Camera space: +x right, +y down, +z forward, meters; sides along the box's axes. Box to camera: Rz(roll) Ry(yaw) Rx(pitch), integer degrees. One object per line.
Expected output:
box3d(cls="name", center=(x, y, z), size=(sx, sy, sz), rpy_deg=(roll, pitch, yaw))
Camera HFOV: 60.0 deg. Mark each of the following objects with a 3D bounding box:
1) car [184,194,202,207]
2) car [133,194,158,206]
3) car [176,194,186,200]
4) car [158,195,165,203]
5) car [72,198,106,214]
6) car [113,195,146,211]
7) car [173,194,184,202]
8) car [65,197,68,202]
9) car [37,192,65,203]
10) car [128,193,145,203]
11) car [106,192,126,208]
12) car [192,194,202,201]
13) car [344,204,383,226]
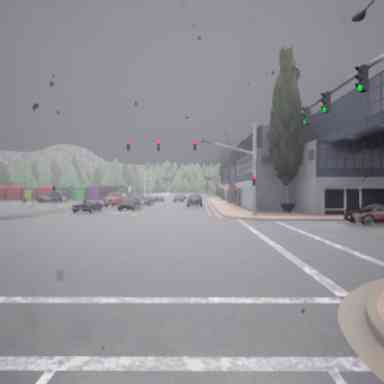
box3d(cls="car", center=(0.417, 1.145, 47.658), size=(2.097, 1.767, 4.553), rpy_deg=(0, 0, 2))
box3d(cls="car", center=(-6.742, 1.281, 48.329), size=(2.128, 1.511, 4.902), rpy_deg=(0, 0, 2))
box3d(cls="car", center=(-2.367, 1.142, 75.394), size=(1.994, 1.385, 4.181), rpy_deg=(0, 0, 2))
box3d(cls="car", center=(-6.264, 1.291, 62.793), size=(1.994, 1.385, 4.181), rpy_deg=(0, 0, 2))
box3d(cls="car", center=(-10.626, 1.453, 34.020), size=(1.895, 1.301, 4.718), rpy_deg=(0, 0, 1))
box3d(cls="car", center=(-7.045, 1.382, 37.912), size=(2.033, 1.411, 5.357), rpy_deg=(0, 0, 1))
box3d(cls="car", center=(-2.658, 1.279, 65.603), size=(1.994, 1.385, 4.181), rpy_deg=(0, 0, 2))
box3d(cls="car", center=(-24.707, 1.132, 60.660), size=(3.806, 1.475, 1.970), rpy_deg=(0, 0, 0))
box3d(cls="car", center=(-24.730, 0.905, 57.764), size=(3.866, 1.878, 1.905), rpy_deg=(0, 0, 0))
box3d(cls="car", center=(-9.903, 1.097, 59.542), size=(2.097, 1.767, 4.553), rpy_deg=(0, 0, 2))
box3d(cls="car", center=(-10.342, 1.021, 45.345), size=(2.150, 2.045, 5.566), rpy_deg=(0, 1, 2))
box3d(cls="car", center=(1.122, 1.200, 74.960), size=(2.128, 1.511, 4.902), rpy_deg=(0, 0, 2))
box3d(cls="car", center=(12.346, 1.468, 21.940), size=(4.181, 1.385, 1.994), rpy_deg=(0, 0, 0))
